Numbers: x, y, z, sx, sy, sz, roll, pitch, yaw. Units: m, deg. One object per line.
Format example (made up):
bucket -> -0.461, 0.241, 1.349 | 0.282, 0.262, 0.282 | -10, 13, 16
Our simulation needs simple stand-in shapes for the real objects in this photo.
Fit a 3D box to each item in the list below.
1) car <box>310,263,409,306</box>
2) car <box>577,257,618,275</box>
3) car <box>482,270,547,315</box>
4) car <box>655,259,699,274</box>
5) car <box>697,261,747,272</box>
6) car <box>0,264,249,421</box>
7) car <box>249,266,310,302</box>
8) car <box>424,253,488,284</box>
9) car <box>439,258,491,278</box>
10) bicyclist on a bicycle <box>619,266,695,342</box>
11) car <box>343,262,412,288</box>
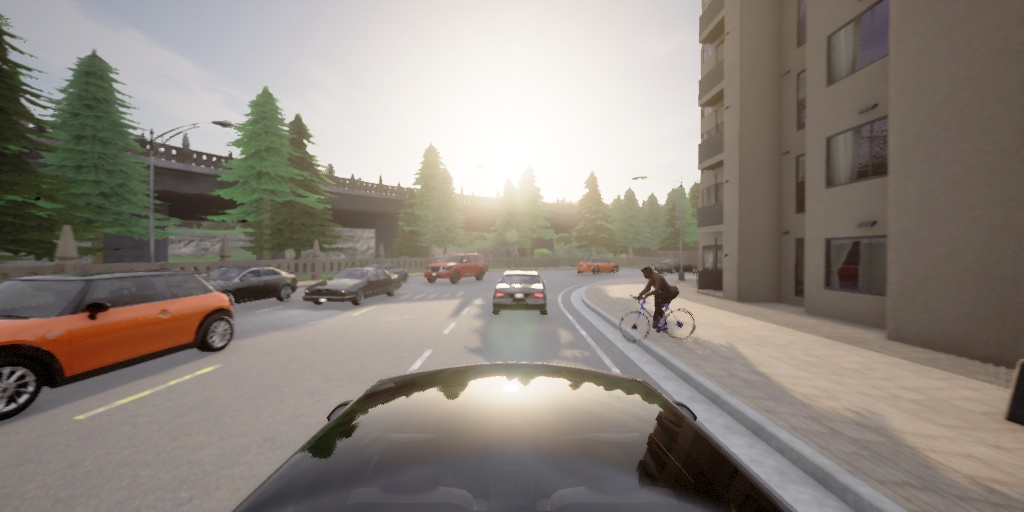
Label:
car -> -6.534, 1.188, 15.518 | 2.033, 1.411, 5.357 | 0, 0, 6
car -> 8.663, 0.928, 35.938 | 4.553, 1.767, 2.097 | 0, 1, -39
car -> 0.336, 1.228, 13.289 | 2.033, 1.411, 5.357 | 0, 0, 3
car -> 16.944, 1.095, 36.723 | 4.902, 1.511, 2.128 | 0, 0, -23
car -> 24.470, 1.203, 41.845 | 4.718, 1.301, 1.895 | 0, 0, -5
car -> -6.981, 1.050, 5.675 | 2.097, 1.767, 4.553 | 0, 0, 2
car -> -10.146, 1.132, 13.251 | 2.128, 1.511, 4.902 | 0, 0, 4
car -> -3.888, 0.811, 25.616 | 2.150, 2.045, 5.566 | 0, 0, 24
car -> -4.173, 1.024, 32.529 | 1.882, 1.535, 5.008 | 0, 0, 34
bicyclist on a bicycle -> 3.110, 1.042, 7.735 | 1.656, 1.620, 0.582 | -3, 0, 1
car -> -8.460, 1.151, 23.039 | 1.994, 1.385, 4.181 | 0, 0, 17
